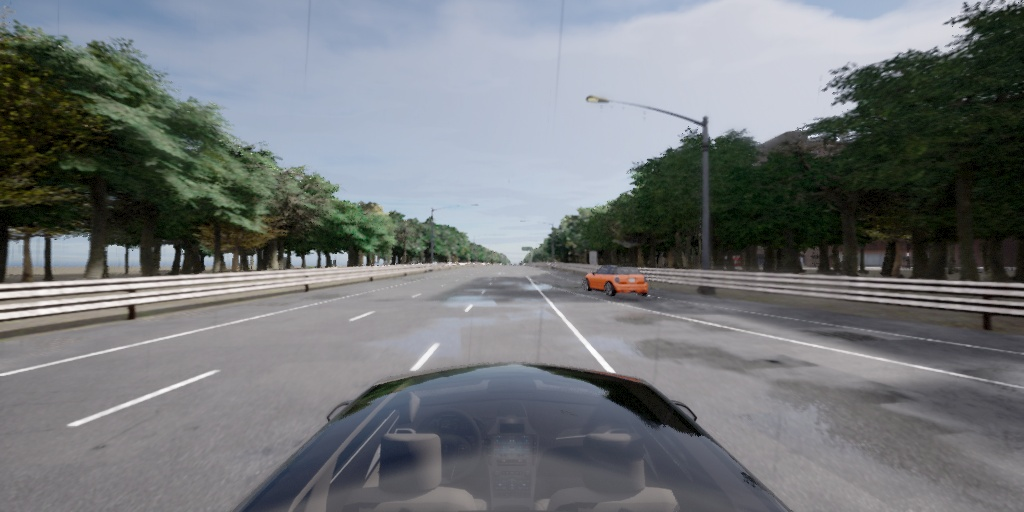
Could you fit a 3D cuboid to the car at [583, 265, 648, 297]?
[{"bbox_3d":[5.794,1.309,20.601,2.097,1.767,4.553,0,-1,-11],"label":"car"}]
